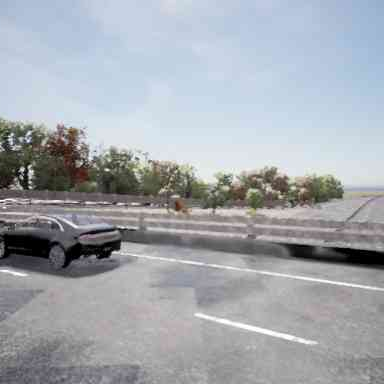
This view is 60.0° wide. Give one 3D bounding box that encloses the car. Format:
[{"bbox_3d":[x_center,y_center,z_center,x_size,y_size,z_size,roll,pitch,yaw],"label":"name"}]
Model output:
[{"bbox_3d":[-4.504,1.429,10.782,4.902,1.511,2.128,0,1,31],"label":"car"}]
